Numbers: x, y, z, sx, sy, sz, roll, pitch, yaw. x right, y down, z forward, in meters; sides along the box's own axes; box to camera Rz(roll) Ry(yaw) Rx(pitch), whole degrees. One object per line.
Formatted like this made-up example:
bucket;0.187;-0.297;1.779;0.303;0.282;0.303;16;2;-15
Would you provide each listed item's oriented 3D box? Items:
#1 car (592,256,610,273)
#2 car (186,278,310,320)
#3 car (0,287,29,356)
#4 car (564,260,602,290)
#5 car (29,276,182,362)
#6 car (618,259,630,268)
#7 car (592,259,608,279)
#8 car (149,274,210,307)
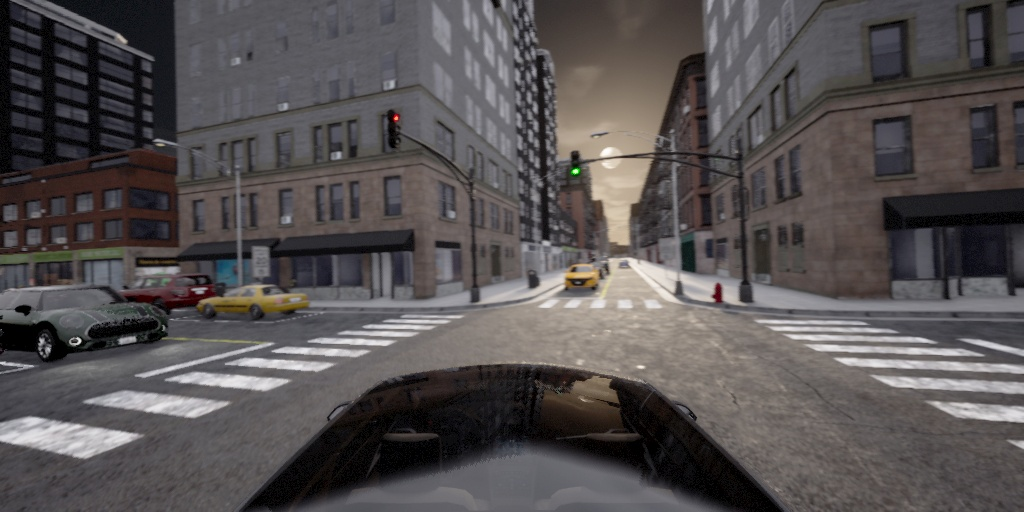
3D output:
car;10.642;1.001;43.333;2.150;2.045;5.566;-2;-1;17
car;-10.858;1.791;15.024;4.829;1.417;1.751;0;0;17
car;-13.044;1.551;7.300;5.009;1.841;2.192;0;0;17
car;4.556;1.280;23.239;1.882;1.535;5.008;-2;-1;17
car;-11.658;1.573;9.534;4.553;1.767;2.097;-2;-1;17
car;18.821;1.195;60.295;2.033;1.411;5.357;-2;-1;17
car;7.573;1.297;33.194;1.837;1.490;4.892;-2;-1;17
car;-16.124;1.782;16.629;5.009;1.841;2.192;0;0;17
